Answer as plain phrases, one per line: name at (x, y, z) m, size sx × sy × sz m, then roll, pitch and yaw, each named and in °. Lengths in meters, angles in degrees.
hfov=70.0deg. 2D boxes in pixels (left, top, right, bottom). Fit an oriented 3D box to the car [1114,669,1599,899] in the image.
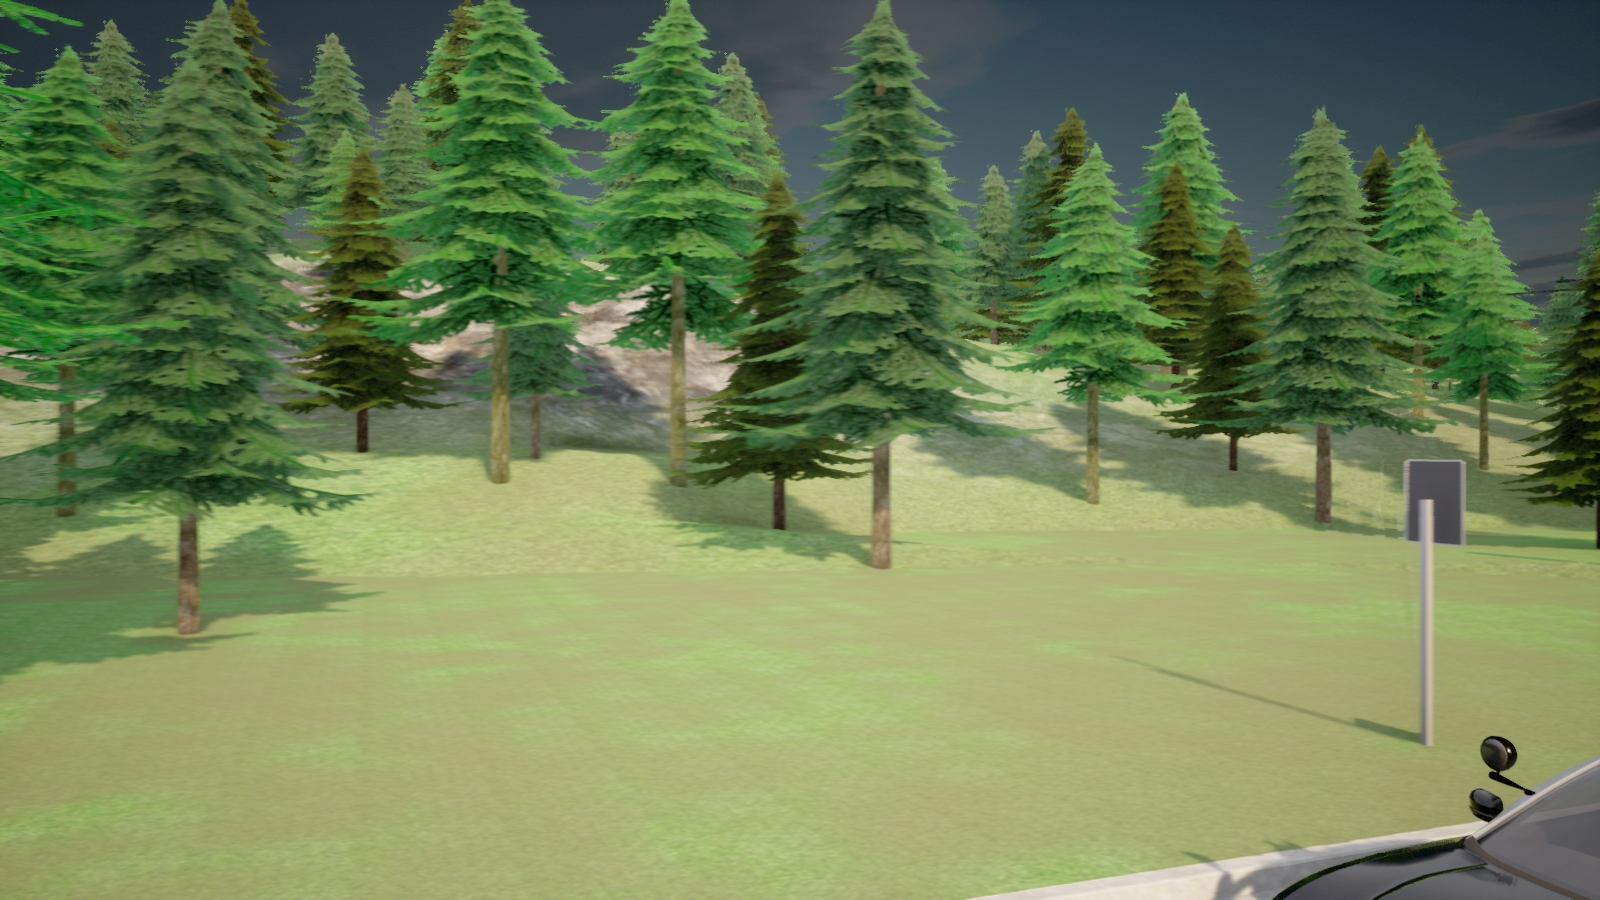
car at (4.202, 1.982, 4.939) m, size 5.238 × 1.638 × 2.097 m, roll 0°, pitch 0°, yaw -20°
